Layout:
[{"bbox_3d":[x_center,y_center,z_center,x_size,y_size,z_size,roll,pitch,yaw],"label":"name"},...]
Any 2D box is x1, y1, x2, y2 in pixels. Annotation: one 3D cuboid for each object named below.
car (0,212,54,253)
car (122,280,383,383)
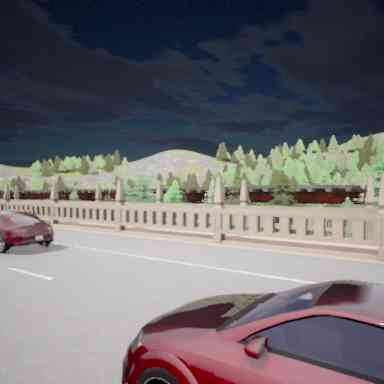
[{"bbox_3d":[-7.516,1.533,13.626,4.674,1.442,1.812,0,0,35],"label":"car"},{"bbox_3d":[1.323,1.562,3.001,4.181,1.385,1.994,0,0,36],"label":"car"}]
